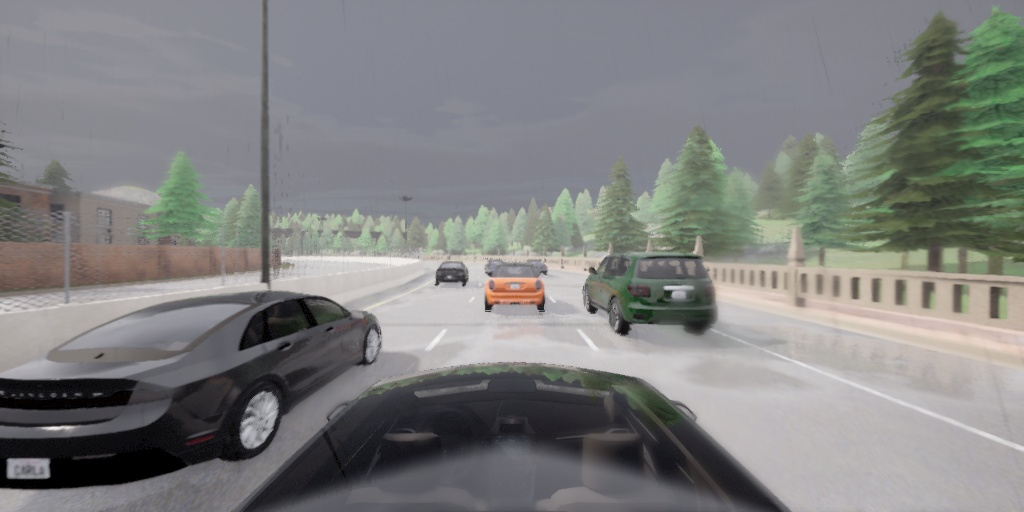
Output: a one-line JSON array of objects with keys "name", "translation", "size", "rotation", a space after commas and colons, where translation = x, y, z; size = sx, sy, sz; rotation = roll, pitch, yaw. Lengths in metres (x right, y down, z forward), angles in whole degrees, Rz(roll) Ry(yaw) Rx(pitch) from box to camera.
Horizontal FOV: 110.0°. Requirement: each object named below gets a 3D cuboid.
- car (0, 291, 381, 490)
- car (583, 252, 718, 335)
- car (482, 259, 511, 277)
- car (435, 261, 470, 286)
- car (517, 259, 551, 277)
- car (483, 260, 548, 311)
[{"name": "car", "translation": [-3.399, 1.228, 4.945], "size": [1.837, 1.490, 4.892], "rotation": [0, 0, 0]}, {"name": "car", "translation": [3.599, 0.908, 10.408], "size": [2.150, 2.045, 5.566], "rotation": [0, 1, 0]}, {"name": "car", "translation": [-1.566, 1.055, 33.484], "size": [2.033, 1.411, 5.357], "rotation": [0, 0, -10]}, {"name": "car", "translation": [-3.855, 1.059, 23.542], "size": [1.882, 1.535, 5.008], "rotation": [0, 0, -4]}, {"name": "car", "translation": [1.940, 1.055, 33.731], "size": [2.033, 1.411, 5.357], "rotation": [0, 0, -9]}, {"name": "car", "translation": [0.075, 1.009, 13.986], "size": [2.097, 1.767, 4.553], "rotation": [0, 0, -1]}]
